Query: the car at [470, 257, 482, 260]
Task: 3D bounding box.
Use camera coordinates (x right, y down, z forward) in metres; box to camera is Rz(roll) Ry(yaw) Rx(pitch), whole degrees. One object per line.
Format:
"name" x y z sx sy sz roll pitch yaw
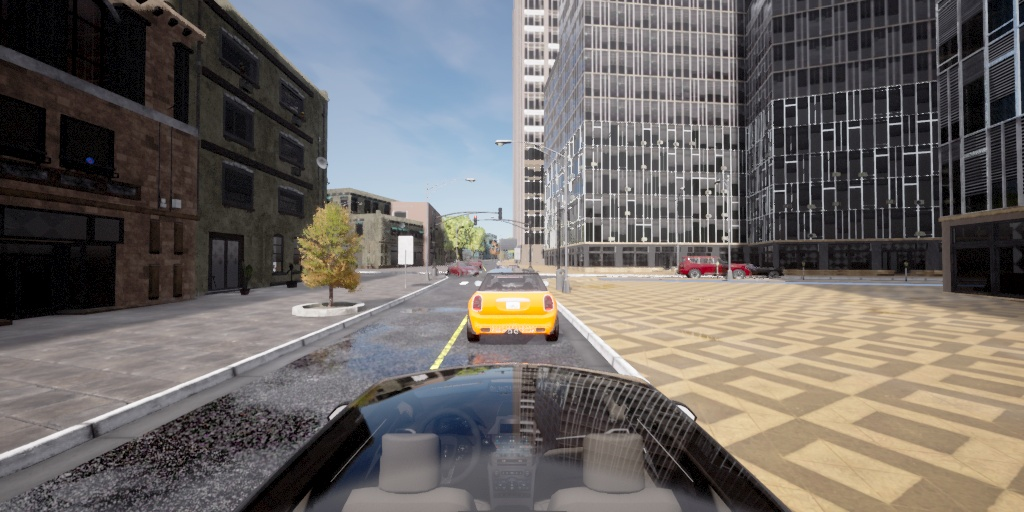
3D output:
"car" -5.478 1.240 53.338 1.882 1.535 5.008 0 0 -6

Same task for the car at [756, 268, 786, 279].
"car" 19.601 1.256 29.726 4.718 1.301 1.895 0 -1 18

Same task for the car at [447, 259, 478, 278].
"car" -4.726 1.270 34.252 1.812 1.442 4.674 2 -1 -31

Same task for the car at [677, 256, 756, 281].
"car" 15.744 0.938 28.235 5.009 1.841 2.192 0 0 18

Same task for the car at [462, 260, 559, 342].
"car" 0.004 1.105 9.980 2.097 1.767 4.553 0 0 0

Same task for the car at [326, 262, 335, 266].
"car" -20.586 1.318 40.121 4.313 1.339 1.948 0 0 18
